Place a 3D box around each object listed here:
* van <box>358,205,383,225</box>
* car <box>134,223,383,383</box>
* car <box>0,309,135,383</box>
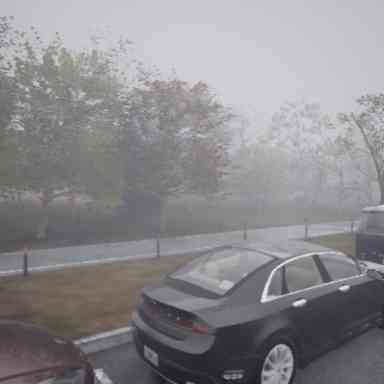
[{"bbox_3d":[6.111,1.277,8.405,4.442,1.987,1.878,0,0,-33],"label":"van"},{"bbox_3d":[1.477,1.480,5.110,4.892,1.521,2.231,-1,0,-37],"label":"car"},{"bbox_3d":[-3.011,1.509,1.913,4.792,1.488,2.163,-1,0,-37],"label":"car"}]
